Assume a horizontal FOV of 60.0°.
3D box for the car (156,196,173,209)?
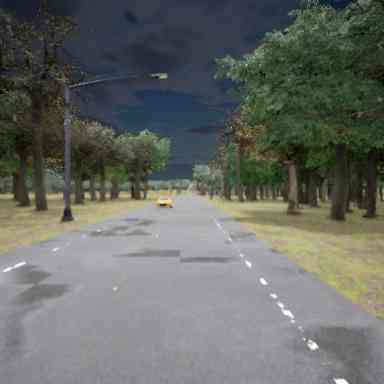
[{"bbox_3d":[-3.575,1.355,44.009,1.882,1.535,5.008,0,0,0],"label":"car"}]
